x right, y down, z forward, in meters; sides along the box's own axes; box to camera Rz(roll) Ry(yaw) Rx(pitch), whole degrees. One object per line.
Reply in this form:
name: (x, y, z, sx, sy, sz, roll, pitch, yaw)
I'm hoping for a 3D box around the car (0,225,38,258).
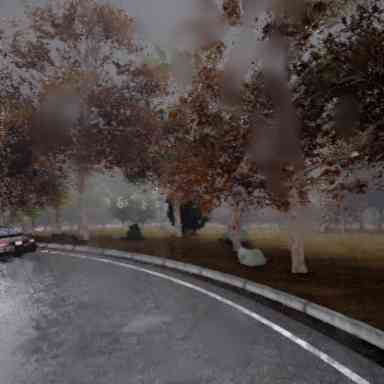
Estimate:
car: (-8.897, 2.067, 13.817, 5.357, 1.411, 2.033, -2, -1, 26)
